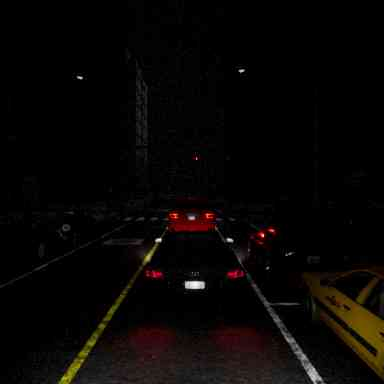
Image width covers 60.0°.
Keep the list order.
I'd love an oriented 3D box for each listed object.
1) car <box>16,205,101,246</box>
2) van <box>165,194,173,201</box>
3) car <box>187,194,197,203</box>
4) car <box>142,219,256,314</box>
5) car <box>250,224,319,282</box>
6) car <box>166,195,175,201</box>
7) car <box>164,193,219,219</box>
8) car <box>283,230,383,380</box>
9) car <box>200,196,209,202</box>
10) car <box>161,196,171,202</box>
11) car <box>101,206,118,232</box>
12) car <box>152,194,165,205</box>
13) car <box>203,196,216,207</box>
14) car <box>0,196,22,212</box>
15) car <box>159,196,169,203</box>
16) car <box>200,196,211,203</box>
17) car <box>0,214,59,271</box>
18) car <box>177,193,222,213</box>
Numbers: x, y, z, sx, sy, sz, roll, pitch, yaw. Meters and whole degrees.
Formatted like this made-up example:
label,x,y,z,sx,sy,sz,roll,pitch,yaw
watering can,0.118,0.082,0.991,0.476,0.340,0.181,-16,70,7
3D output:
label,x,y,z,sx,sy,sz,roll,pitch,yaw
car,-5.775,1.441,15.034,1.967,1.590,4.097,0,0,0
van,-5.824,1.372,85.087,1.690,1.788,3.998,0,0,0
car,0.050,1.374,69.365,2.097,1.767,4.553,0,0,0
car,0.054,1.564,7.711,1.994,1.385,4.181,0,0,0
car,2.754,1.566,9.585,1.947,1.339,4.313,0,0,0
car,-5.828,1.586,90.524,2.008,1.369,4.403,0,0,0
car,-0.009,1.223,17.131,2.150,2.045,5.566,0,0,0
car,2.758,1.525,4.298,1.752,1.417,4.829,0,0,0
car,2.709,1.569,74.217,1.887,1.381,4.507,0,0,0
car,-5.816,1.549,74.041,1.752,1.417,4.829,0,0,0
car,-5.778,1.527,20.321,1.752,1.417,4.829,0,0,0
car,-5.805,1.329,57.899,2.192,1.841,5.009,0,0,0
car,2.724,1.452,52.467,1.967,1.590,4.097,0,0,0
car,-17.941,1.171,31.941,4.902,1.511,2.128,1,0,0
car,-5.812,1.602,68.773,1.802,1.307,4.206,0,0,0
car,2.713,1.571,68.779,2.008,1.369,4.403,0,0,0
car,-5.771,1.545,9.577,1.887,1.381,4.507,0,0,0
car,0.783,1.240,39.593,2.150,2.045,5.566,-3,2,-39
